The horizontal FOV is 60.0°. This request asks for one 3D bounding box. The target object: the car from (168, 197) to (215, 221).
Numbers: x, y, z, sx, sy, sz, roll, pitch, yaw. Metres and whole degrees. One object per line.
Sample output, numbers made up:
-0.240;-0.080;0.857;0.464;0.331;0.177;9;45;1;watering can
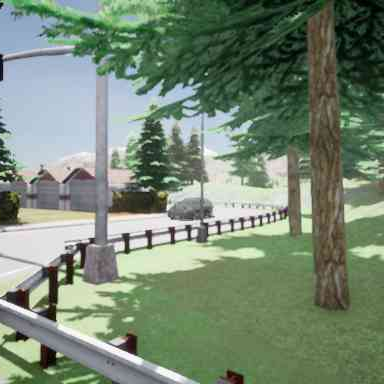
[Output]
0.023;1.222;26.175;2.097;1.767;4.553;0;0;29;car
